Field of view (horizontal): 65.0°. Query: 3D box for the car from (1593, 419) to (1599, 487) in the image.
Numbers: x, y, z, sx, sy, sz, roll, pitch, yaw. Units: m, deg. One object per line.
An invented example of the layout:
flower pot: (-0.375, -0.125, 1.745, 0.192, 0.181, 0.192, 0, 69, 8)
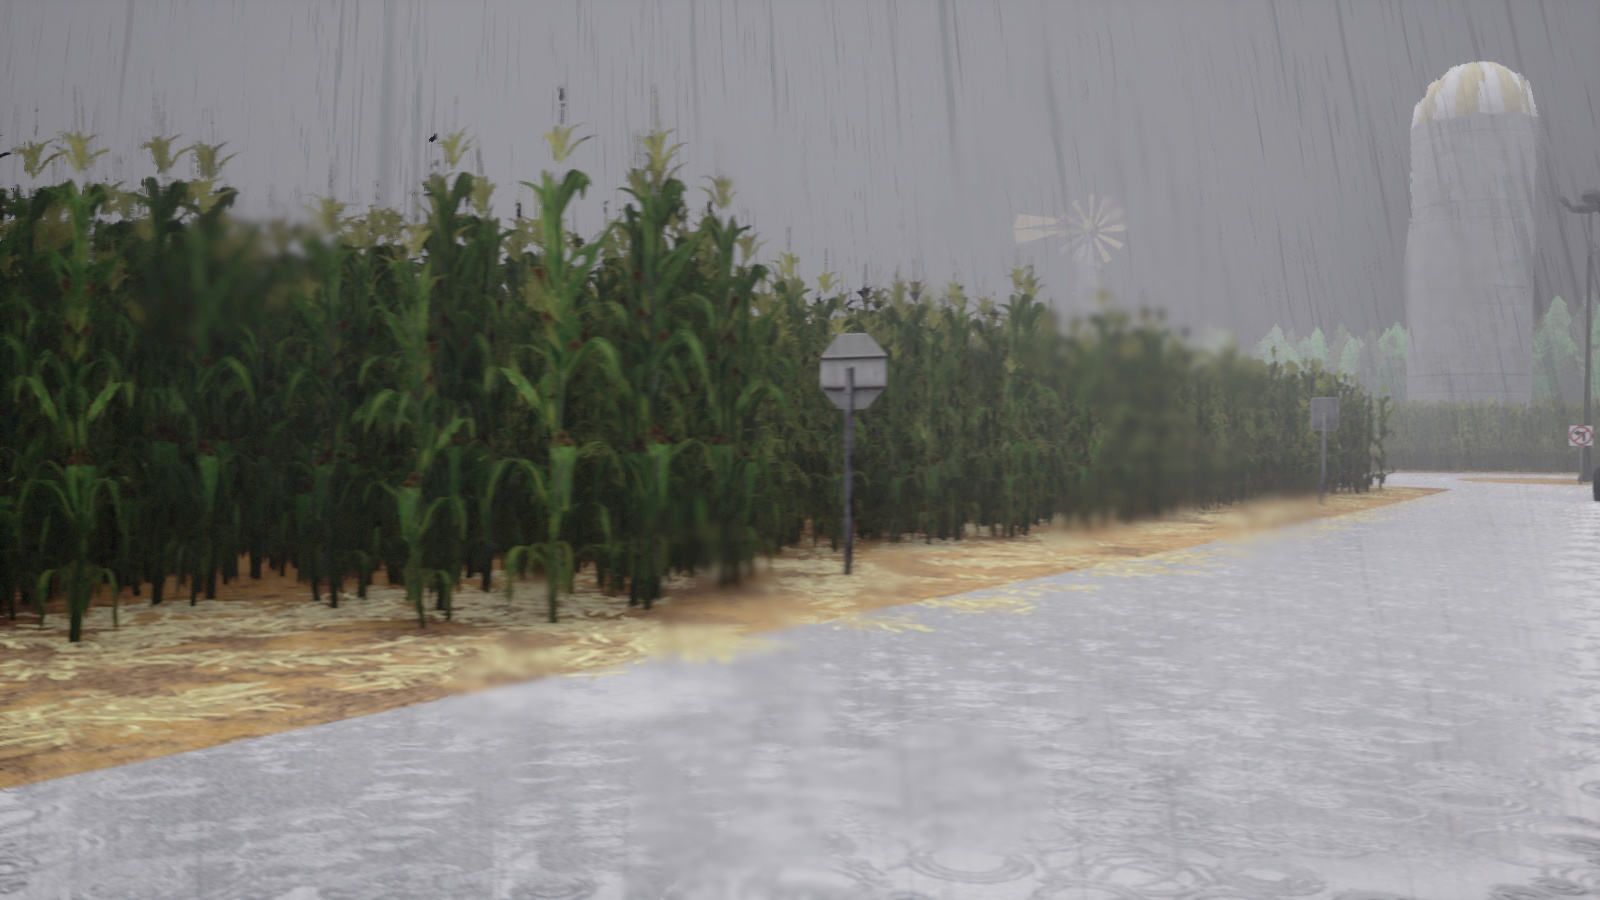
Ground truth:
car: (23.666, 0.055, 35.571, 1.905, 1.878, 3.866, 0, 1, 34)
